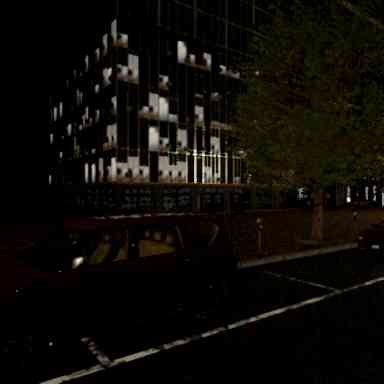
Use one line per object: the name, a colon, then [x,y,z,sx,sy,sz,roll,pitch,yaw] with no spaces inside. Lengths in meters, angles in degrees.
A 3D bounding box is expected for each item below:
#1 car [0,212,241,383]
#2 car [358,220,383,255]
car: [-1.409,1.316,5.555,5.009,1.841,2.192,0,0,-36]
car: [7.818,1.547,12.140,4.507,1.381,1.887,0,0,-36]
